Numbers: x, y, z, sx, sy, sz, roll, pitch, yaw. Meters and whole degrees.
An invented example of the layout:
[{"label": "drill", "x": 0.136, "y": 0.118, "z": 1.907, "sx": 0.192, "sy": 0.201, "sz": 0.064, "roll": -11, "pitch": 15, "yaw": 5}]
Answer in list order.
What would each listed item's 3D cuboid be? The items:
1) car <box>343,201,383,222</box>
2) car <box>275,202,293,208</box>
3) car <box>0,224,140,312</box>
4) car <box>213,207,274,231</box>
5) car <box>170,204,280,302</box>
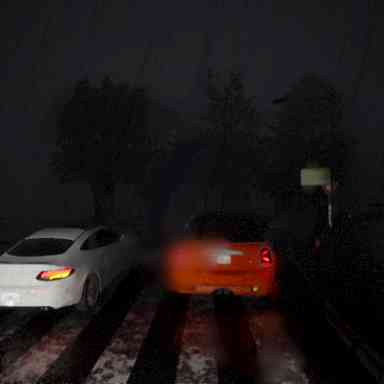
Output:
[{"label": "car", "x": 13.107, "y": 1.413, "z": 24.301, "sx": 4.674, "sy": 1.442, "sz": 1.812, "roll": -1, "pitch": -3, "yaw": -25}, {"label": "car", "x": 19.120, "y": 2.880, "z": 71.223, "sx": 4.902, "sy": 1.511, "sz": 2.128, "roll": -3, "pitch": -5, "yaw": 41}, {"label": "car", "x": -2.556, "y": 1.436, "z": 7.436, "sx": 1.812, "sy": 1.442, "sz": 4.674, "roll": 0, "pitch": 1, "yaw": 6}, {"label": "car", "x": 3.488, "y": 1.726, "z": 22.024, "sx": 1.994, "sy": 1.385, "sz": 4.181, "roll": -3, "pitch": -4, "yaw": 42}, {"label": "car", "x": 0.839, "y": 1.217, "z": 8.206, "sx": 2.097, "sy": 1.767, "sz": 4.553, "roll": -1, "pitch": 1, "yaw": 8}]
